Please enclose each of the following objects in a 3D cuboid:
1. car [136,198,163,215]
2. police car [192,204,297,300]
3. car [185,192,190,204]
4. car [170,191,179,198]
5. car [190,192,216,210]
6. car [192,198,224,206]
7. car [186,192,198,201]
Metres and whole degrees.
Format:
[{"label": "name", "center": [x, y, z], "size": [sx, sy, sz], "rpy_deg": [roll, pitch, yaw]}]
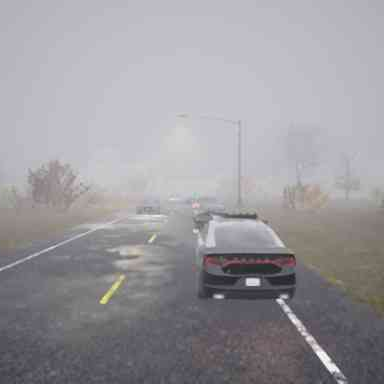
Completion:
[{"label": "car", "center": [-3.593, 1.192, 28.962], "size": [1.994, 1.385, 4.181], "rpy_deg": [0, 1, 0]}, {"label": "police car", "center": [1.051, 1.322, 8.335], "size": [1.930, 1.638, 5.238], "rpy_deg": [0, 1, 0]}, {"label": "car", "center": [0.036, 1.000, 45.471], "size": [1.895, 1.301, 4.718], "rpy_deg": [0, 1, 0]}, {"label": "car", "center": [-3.632, 0.533, 71.002], "size": [2.128, 1.511, 4.902], "rpy_deg": [0, 1, -1]}, {"label": "car", "center": [1.053, 1.044, 24.195], "size": [2.097, 1.767, 4.553], "rpy_deg": [0, 1, 0]}, {"label": "car", "center": [1.052, 1.277, 18.226], "size": [1.837, 1.490, 4.892], "rpy_deg": [0, 1, 0]}, {"label": "car", "center": [0.003, 0.755, 58.617], "size": [2.033, 1.411, 5.357], "rpy_deg": [0, 1, 0]}]
